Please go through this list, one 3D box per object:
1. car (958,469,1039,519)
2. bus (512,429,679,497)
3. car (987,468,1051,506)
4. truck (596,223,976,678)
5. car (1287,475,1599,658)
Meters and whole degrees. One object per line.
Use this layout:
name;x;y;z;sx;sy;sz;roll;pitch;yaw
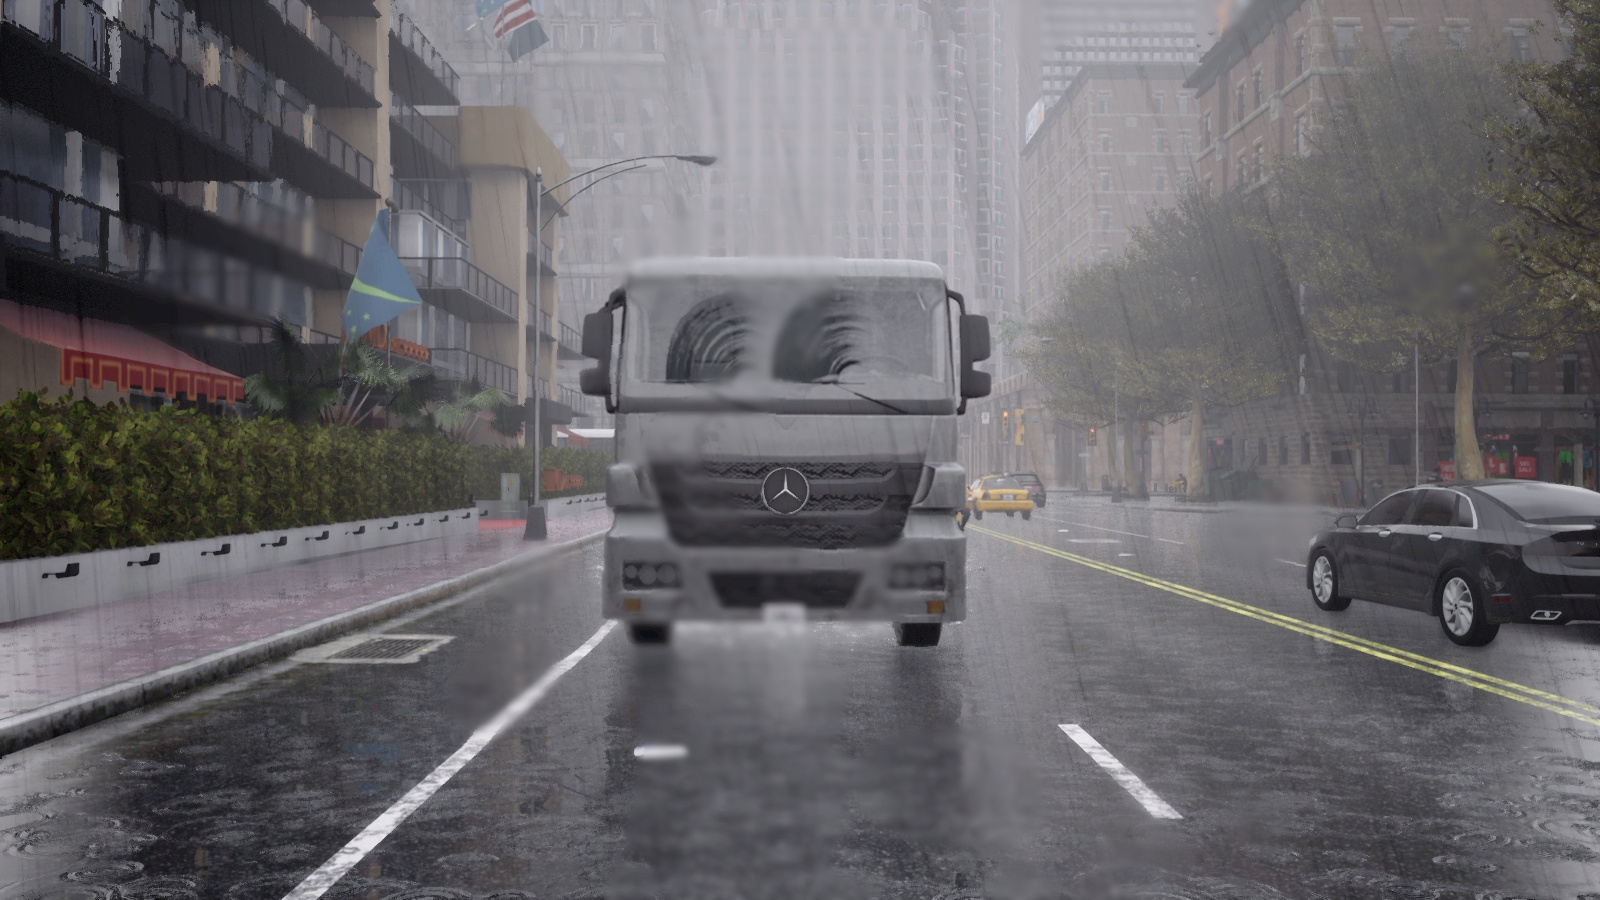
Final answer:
car;6.593;1.441;42.288;1.801;1.575;5.366;0;-1;-1
bus;-13.186;0.870;81.724;10.273;4.253;3.944;0;-1;0
car;9.953;1.674;57.422;2.033;1.649;4.856;0;-1;-1
truck;-0.144;0.062;13.559;2.891;3.462;7.936;0;-1;-1
car;6.867;1.009;12.815;1.837;1.490;4.892;0;-1;-1
